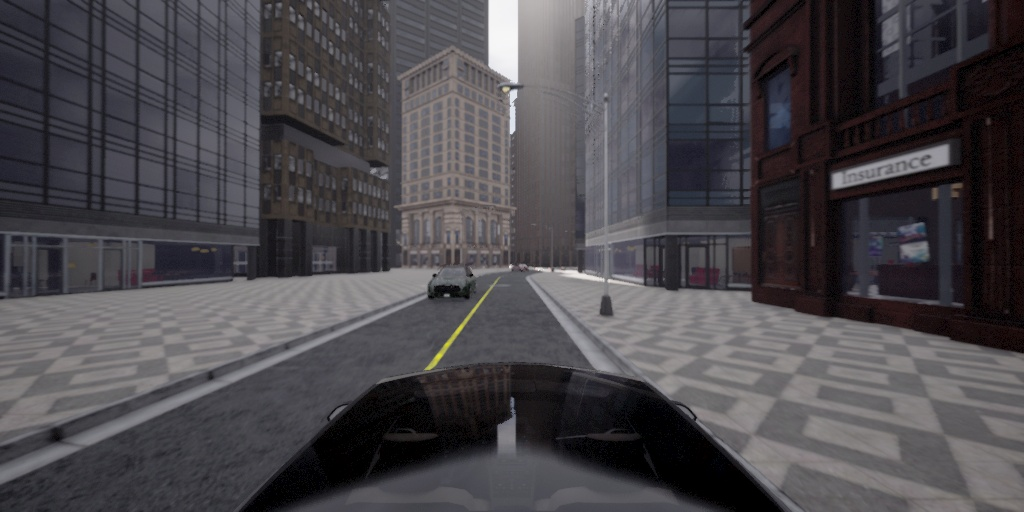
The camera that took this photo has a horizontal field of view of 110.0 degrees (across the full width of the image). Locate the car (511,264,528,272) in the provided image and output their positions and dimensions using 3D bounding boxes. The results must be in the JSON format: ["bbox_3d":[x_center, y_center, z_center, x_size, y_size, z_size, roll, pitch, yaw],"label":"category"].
[{"bbox_3d":[1.387,2.000,60.458,1.812,1.442,4.674,0,-1,21],"label":"car"}]

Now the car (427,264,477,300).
[{"bbox_3d":[-3.093,1.308,19.259,2.097,1.767,4.553,0,-1,0],"label":"car"}]
